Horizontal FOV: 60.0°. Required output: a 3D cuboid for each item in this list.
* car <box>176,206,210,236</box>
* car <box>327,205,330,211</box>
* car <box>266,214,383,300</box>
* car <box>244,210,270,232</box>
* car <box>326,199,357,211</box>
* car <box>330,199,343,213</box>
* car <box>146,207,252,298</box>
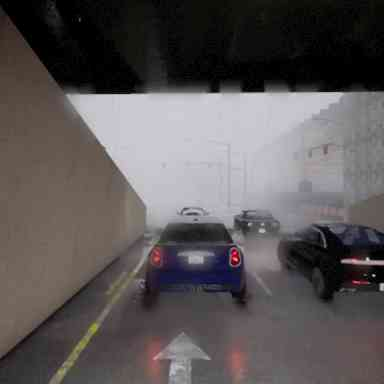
[{"bbox_3d":[0.044,1.623,19.815,1.812,1.442,4.674,0,0,0],"label":"car"},{"bbox_3d":[17.499,1.641,38.909,2.038,1.542,4.974,0,0,45],"label":"car"},{"bbox_3d":[3.581,1.532,8.483,2.128,1.511,4.902,0,0,0],"label":"car"},{"bbox_3d":[3.568,1.695,19.173,1.895,1.301,4.718,0,0,0],"label":"car"},{"bbox_3d":[17.535,1.484,38.947,1.853,1.218,4.536,0,0,45],"label":"car"},{"bbox_3d":[17.399,1.619,34.302,2.038,1.542,4.974,0,0,-35],"label":"car"},{"bbox_3d":[0.082,1.395,8.788,2.097,1.767,4.553,0,0,0],"label":"car"}]
